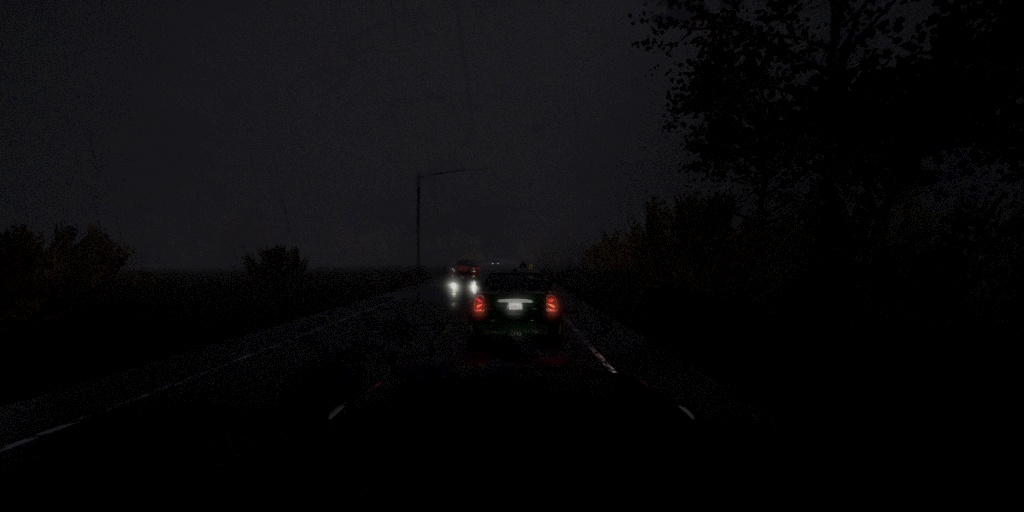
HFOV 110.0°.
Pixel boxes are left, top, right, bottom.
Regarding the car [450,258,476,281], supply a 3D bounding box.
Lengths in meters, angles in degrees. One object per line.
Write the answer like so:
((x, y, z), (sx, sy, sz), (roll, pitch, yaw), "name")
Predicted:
((-3.741, 1.092, 29.506), (2.097, 1.767, 4.553), (0, 0, 0), "car")

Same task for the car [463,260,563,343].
((0.073, 1.099, 9.783), (2.097, 1.767, 4.553), (0, 0, 0), "car")

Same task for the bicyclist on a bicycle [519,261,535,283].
((0.904, 1.181, 17.127), (0.866, 1.612, 1.509), (0, 0, 0), "bicyclist on a bicycle")

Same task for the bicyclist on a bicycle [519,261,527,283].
((0.842, 1.193, 27.244), (0.582, 1.620, 1.656), (0, 0, 0), "bicyclist on a bicycle")
